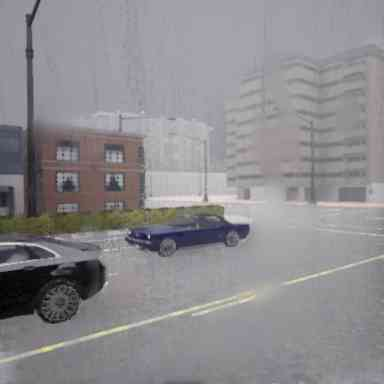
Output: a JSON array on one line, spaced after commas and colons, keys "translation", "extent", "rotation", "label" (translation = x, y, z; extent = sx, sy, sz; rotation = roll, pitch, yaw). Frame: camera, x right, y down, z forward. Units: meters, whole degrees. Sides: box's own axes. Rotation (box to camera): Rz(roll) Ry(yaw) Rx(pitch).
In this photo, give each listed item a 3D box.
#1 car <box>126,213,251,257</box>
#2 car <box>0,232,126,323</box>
[{"translation": [-0.068, 1.495, 12.571], "extent": [4.718, 1.301, 1.895], "rotation": [-1, 1, -36], "label": "car"}, {"translation": [-3.883, 1.492, 5.525], "extent": [4.902, 1.511, 2.128], "rotation": [-1, 1, -36], "label": "car"}]
